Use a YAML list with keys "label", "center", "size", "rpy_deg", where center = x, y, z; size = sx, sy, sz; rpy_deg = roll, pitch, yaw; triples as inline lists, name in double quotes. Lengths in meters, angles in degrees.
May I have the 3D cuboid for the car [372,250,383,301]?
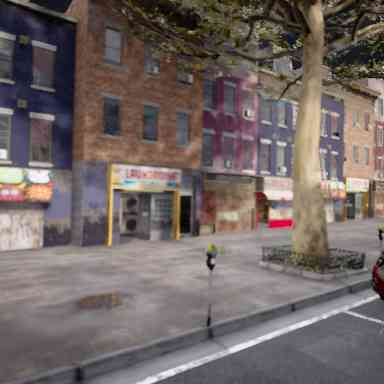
- label: "car"
  center: [5.835, 1.331, 6.938]
  size: [5.009, 1.841, 2.192]
  rpy_deg: [0, 2, -35]
